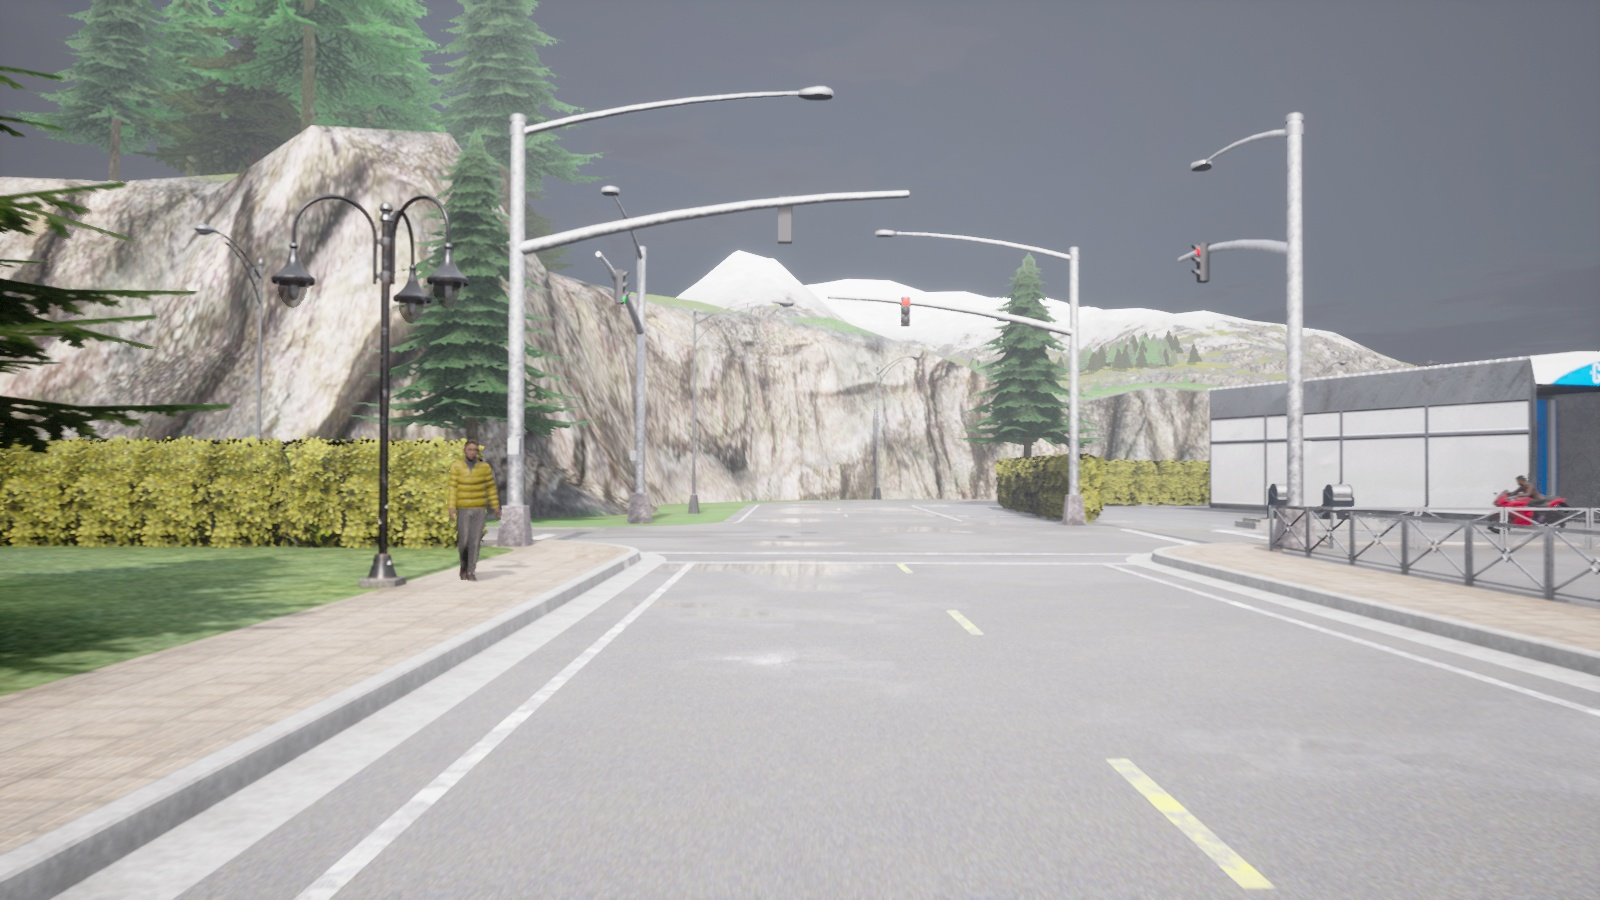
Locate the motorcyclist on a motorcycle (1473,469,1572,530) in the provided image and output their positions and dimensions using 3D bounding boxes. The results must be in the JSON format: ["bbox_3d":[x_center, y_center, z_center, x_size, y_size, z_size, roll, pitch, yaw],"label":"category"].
[{"bbox_3d":[18.409,1.260,32.045,2.044,1.523,0.797,0,-1,1],"label":"motorcyclist on a motorcycle"}]

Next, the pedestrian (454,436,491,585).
[{"bbox_3d":[-4.128,0.752,15.856,0.431,1.840,0.709,0,-1,-13],"label":"pedestrian"}]
